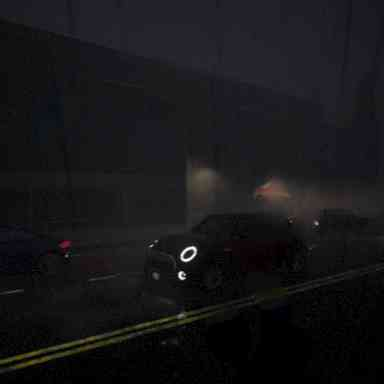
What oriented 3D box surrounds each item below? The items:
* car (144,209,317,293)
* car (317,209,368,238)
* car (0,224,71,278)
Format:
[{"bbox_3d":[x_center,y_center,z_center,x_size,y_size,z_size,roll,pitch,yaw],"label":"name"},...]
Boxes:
[{"bbox_3d":[1.005,1.346,8.968,4.553,1.767,2.097,0,0,-35],"label":"car"},{"bbox_3d":[7.282,1.590,17.703,4.718,1.301,1.895,0,0,-35],"label":"car"},{"bbox_3d":[-5.414,1.557,8.729,4.181,1.385,1.994,0,0,-35],"label":"car"}]
